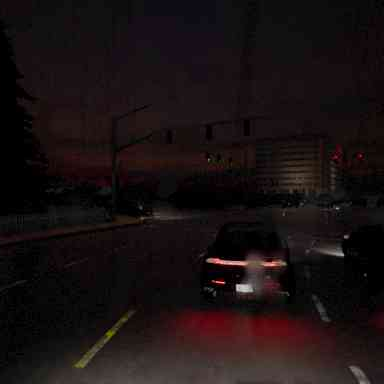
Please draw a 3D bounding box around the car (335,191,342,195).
[{"bbox_3d":[34.088,0.840,78.442,2.150,2.045,5.566,0,0,32],"label":"car"}]

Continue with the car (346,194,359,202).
[{"bbox_3d":[36.578,1.341,75.812,2.097,1.767,4.553,0,0,32],"label":"car"}]

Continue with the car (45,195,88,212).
[{"bbox_3d":[-14.105,1.277,37.195,5.566,2.045,2.150,0,0,32],"label":"car"}]

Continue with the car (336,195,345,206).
[{"bbox_3d":[23.280,1.601,54.386,1.895,1.301,4.718,0,0,32],"label":"car"}]

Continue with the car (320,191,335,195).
[{"bbox_3d":[26.141,1.225,65.550,2.150,2.045,5.566,0,0,32],"label":"car"}]

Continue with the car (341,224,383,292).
[{"bbox_3d":[5.200,1.547,8.624,2.033,1.411,5.357,0,0,16],"label":"car"}]

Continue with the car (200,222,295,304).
[{"bbox_3d":[1.448,1.492,8.258,2.128,1.511,4.902,0,0,12],"label":"car"}]

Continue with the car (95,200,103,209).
[{"bbox_3d":[-9.008,1.547,38.135,4.902,1.511,2.128,0,0,32],"label":"car"}]

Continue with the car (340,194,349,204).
[{"bbox_3d":[28.784,1.597,63.168,1.895,1.301,4.718,0,0,32],"label":"car"}]

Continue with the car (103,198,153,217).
[{"bbox_3d":[-5.921,1.407,32.067,4.553,1.767,2.097,0,0,32],"label":"car"}]

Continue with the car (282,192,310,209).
[{"bbox_3d":[14.393,1.221,46.672,2.150,2.045,5.566,0,0,32],"label":"car"}]

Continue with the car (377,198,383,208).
[{"bbox_3d":[28.223,1.547,48.729,2.033,1.411,5.357,0,0,32],"label":"car"}]

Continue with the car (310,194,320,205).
[{"bbox_3d":[19.541,1.526,54.993,1.812,1.442,4.674,0,0,32],"label":"car"}]

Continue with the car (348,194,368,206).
[{"bbox_3d":[26.906,1.491,53.262,2.128,1.511,4.902,0,0,32],"label":"car"}]

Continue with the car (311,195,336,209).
[{"bbox_3d":[18.457,1.526,46.579,1.812,1.442,4.674,0,0,32],"label":"car"}]
